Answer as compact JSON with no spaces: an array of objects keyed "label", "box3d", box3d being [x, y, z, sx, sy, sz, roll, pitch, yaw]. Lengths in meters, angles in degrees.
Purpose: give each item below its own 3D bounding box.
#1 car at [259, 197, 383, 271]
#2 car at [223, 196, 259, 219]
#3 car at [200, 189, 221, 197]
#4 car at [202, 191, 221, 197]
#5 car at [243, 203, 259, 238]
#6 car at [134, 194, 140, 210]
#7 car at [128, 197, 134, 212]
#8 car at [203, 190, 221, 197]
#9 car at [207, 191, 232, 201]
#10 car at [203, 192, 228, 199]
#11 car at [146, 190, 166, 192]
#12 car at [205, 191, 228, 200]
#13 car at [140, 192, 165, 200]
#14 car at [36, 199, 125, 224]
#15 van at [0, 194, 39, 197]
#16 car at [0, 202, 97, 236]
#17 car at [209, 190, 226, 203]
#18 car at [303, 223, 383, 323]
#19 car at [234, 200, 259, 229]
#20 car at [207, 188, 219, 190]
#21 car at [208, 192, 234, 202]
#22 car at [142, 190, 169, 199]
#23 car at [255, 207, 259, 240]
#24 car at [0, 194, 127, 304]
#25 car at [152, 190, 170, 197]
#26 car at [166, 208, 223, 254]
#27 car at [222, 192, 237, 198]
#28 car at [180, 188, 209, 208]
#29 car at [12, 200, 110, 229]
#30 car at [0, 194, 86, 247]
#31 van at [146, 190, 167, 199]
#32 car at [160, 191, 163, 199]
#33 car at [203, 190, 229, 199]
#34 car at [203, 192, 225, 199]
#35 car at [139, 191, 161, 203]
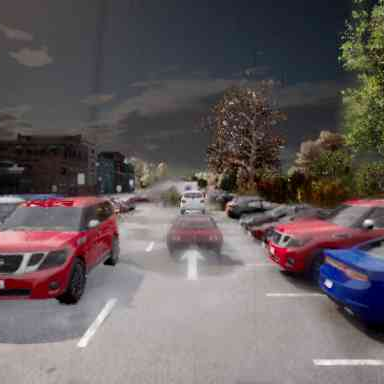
[{"label":"car","box3d":[4.878,1.195,8.769,5.566,2.045,2.435,0,1,0]},{"label":"car","box3d":[4.896,1.270,22.889,5.008,1.535,2.097,0,1,0]},{"label":"car","box3d":[4.985,0.253,90.623,5.566,2.045,2.435,0,1,0]},{"label":"car","box3d":[5.028,0.548,87.844,4.892,1.521,2.231,0,1,0]},{"label":"car","box3d":[4.875,1.406,14.419,4.792,1.488,2.163,0,1,0]},{"label":"car","box3d":[-7.654,1.197,31.198,4.792,1.488,2.163,0,1,0]},{"label":"car","box3d":[-7.679,1.243,28.371,4.674,1.452,2.002,0,1,0]},{"label":"car","box3d":[5.062,0.462,85.057,4.553,1.767,2.185,0,1,0]},{"label":"car","box3d":[5.134,0.782,62.905,4.553,1.767,2.185,0,1,0]},{"label":"car","box3d":[5.252,0.745,74.045,5.366,1.575,1.946,0,1,0]},{"label":"car","box3d":[-8.014,0.900,65.521,4.792,1.488,2.163,0,1,0]},{"label":"car","box3d":[5.054,0.704,68.349,4.553,1.767,2.185,0,1,0]},{"label":"car","box3d":[-8.001,0.832,68.304,4.892,1.521,2.231,0,1,0]},{"label":"car","box3d":[-7.492,1.270,22.720,5.366,1.575,1.946,0,1,0]},{"label":"van","box3d":[-7.554,1.188,11.415,4.442,1.987,1.878,0,1,0]},{"label":"car","box3d":[-7.669,1.344,17.069,5.008,1.535,2.097,0,1,0]},{"label":"car","box3d":[5.100,0.904,54.425,4.553,1.767,2.185,0,1,0]},{"label":"car","box3d":[4.902,1.478,5.937,5.008,1.535,2.097,0,1,0]},{"label":"car","box3d":[4.910,1.344,17.117,4.892,1.521,2.231,0,1,0]},{"label":"car","box3d":[5.150,0.739,57.209,5.566,2.045,2.435,0,1,0]},{"label":"car","box3d":[5.143,0.822,60.120,4.553,1.767,2.185,0,1,0]},{"label":"car","box3d":[-8.041,0.500,73.866,5.566,2.045,2.435,0,1,0]},{"label":"car","box3d":[4.876,1.441,11.596,4.792,1.488,2.163,0,1,0]},{"label":"car","box3d":[-3.351,1.192,8.448,2.150,2.045,5.566,0,1,0]},{"label":"car","box3d":[-8.089,0.423,87.784,4.553,1.767,2.185,0,1,0]},{"label":"car","box3d":[0.093,1.514,13.050,1.895,1.301,4.718,0,1,0]},{"label":"car","box3d":[4.869,1.111,25.587,4.553,1.767,2.185,0,1,0]},{"label":"car","box3d":[0.117,0.919,30.383,2.150,2.045,5.566,0,1,1]},{"label":"car","box3d":[-7.681,1.308,19.894,5.008,1.535,2.097,0,1,0]},{"label":"car","box3d":[-7.701,1.128,14.240,5.566,2.045,2.435,0,1,0]},{"label":"van","box3d":[-8.138,0.485,76.649,4.442,1.987,1.878,0,1,0]},{"label":"car","box3d":[-8.144,0.988,57.172,5.366,1.575,1.946,0,1,0]},{"label":"car","box3d":[5.104,0.537,71.257,5.566,2.045,2.435,0,1,0]},{"label":"car","box3d":[5.063,0.710,76.704,5.008,1.535,2.097,0,1,0]},{"label":"car","box3d":[-7.934,1.069,54.532,4.674,1.452,2.002,1,1,0]}]
